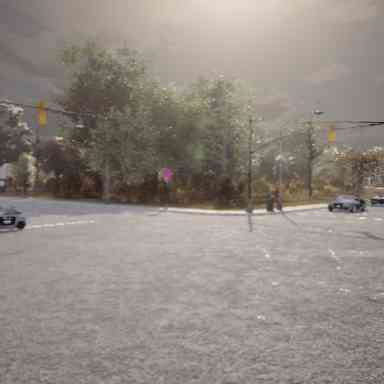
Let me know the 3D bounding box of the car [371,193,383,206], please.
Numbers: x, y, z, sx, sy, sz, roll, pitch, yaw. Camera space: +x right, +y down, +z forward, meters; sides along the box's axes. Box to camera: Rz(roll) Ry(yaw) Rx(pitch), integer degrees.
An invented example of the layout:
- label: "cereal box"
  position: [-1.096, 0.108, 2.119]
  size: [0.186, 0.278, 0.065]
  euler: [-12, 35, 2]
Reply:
- label: "car"
  position: [21.208, 0.821, 36.577]
  size: [1.895, 1.301, 4.718]
  euler: [1, 2, 45]

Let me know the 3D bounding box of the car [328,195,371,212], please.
- label: "car"
  position: [13.409, 0.951, 28.693]
  size: [4.181, 1.385, 1.994]
  euler: [-1, 2, -45]

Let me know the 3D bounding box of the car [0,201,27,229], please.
- label: "car"
  position: [-10.049, 1.160, 16.757]
  size: [4.181, 1.385, 1.994]
  euler: [1, 2, 41]
